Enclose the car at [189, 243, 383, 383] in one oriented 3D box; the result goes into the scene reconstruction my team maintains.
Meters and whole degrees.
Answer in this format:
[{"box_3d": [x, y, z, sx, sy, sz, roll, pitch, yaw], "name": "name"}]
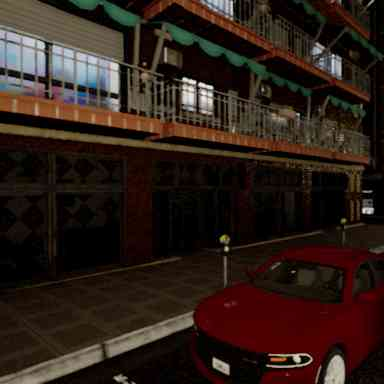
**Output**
[{"box_3d": [1.920, 1.542, 4.970, 4.507, 1.381, 1.887, 0, 0, -44], "name": "car"}]
